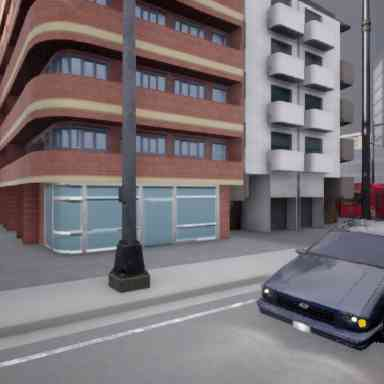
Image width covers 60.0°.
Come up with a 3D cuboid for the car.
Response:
[{"bbox_3d":[3.569,1.371,6.716,5.357,1.411,2.033,-7,8,-42],"label":"car"}]
